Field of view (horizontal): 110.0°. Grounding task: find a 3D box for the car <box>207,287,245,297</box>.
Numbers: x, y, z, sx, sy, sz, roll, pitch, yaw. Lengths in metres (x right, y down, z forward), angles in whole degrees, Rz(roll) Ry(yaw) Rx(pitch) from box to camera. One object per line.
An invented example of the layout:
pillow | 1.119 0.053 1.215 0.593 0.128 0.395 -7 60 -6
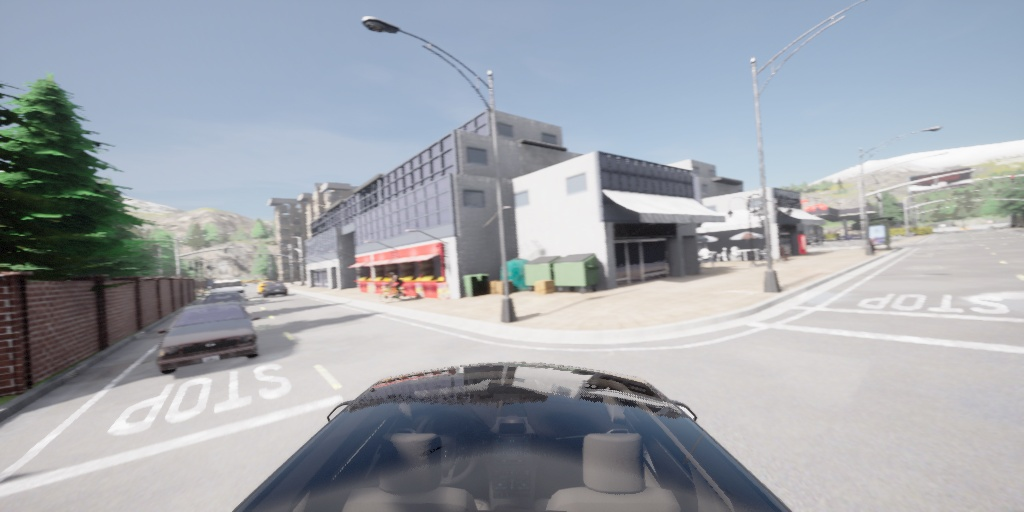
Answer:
car | -14.649 2.567 18.250 2.033 1.411 5.357 -4 0 -38

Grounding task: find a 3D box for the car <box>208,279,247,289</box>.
car | -23.034 2.954 29.111 2.150 2.045 5.566 -4 -1 -38

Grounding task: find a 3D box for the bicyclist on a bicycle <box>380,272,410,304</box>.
bicyclist on a bicycle | -6.239 1.681 19.118 1.656 1.620 0.582 -3 -1 -38

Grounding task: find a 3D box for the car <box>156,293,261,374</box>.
car | -8.316 2.028 10.041 2.033 1.411 5.357 -4 0 -38

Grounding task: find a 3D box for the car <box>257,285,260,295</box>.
car | -30.050 3.844 44.089 1.882 1.535 5.008 -4 0 -38

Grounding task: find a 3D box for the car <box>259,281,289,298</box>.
car | -23.893 3.408 36.199 1.994 1.385 4.181 -4 0 -37
